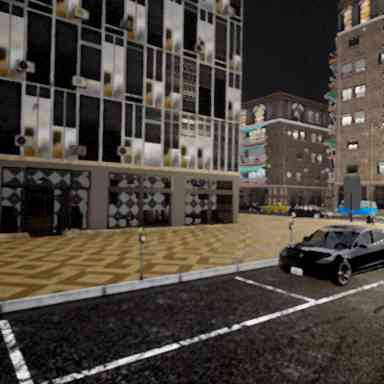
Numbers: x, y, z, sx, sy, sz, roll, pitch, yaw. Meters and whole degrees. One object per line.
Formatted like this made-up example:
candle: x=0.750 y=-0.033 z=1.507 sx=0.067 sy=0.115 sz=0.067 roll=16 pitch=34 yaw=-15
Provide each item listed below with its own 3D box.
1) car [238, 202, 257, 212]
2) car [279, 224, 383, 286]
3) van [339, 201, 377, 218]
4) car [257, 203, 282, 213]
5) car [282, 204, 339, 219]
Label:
car: x=8.701 y=2.234 z=50.427 sx=1.947 sy=1.339 sz=4.313 roll=1 pitch=-1 yaw=-35
car: x=4.442 y=1.660 z=9.708 sx=4.313 sy=1.339 sz=1.947 roll=1 pitch=0 yaw=-35
van: x=18.190 y=1.892 z=36.749 sx=1.690 sy=1.788 sz=3.998 roll=1 pitch=-1 yaw=-35
car: x=11.766 y=2.157 z=46.007 sx=1.752 sy=1.417 sz=4.829 roll=1 pitch=-1 yaw=-35
car: x=11.299 y=1.902 z=31.976 sx=2.008 sy=1.369 sz=4.403 roll=1 pitch=-1 yaw=-35
